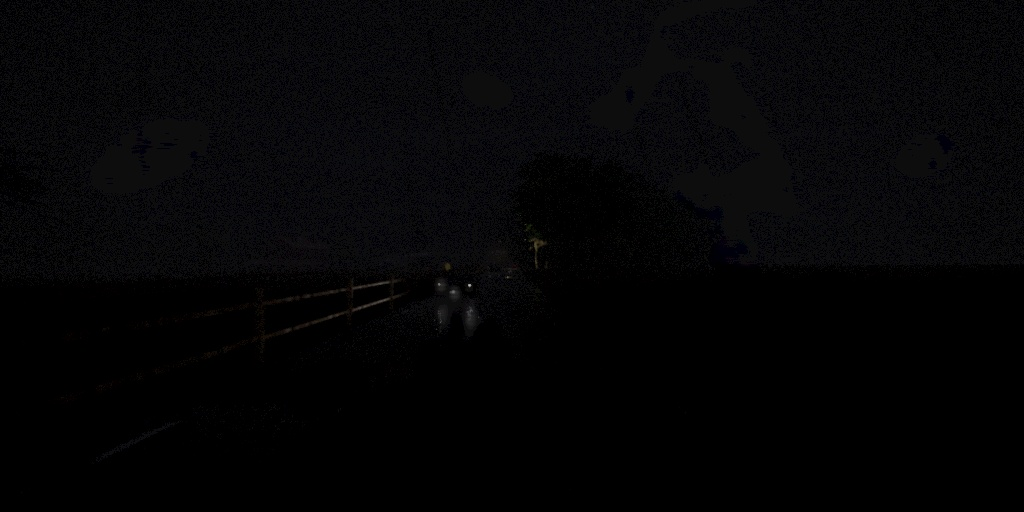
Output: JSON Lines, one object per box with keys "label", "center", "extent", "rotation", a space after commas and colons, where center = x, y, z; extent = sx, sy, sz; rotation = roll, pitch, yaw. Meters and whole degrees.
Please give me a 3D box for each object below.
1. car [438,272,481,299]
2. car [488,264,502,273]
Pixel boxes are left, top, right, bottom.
{"label": "car", "center": [-2.852, 1.586, 20.217], "extent": [1.895, 1.301, 4.718], "rotation": [0, -1, 0]}
{"label": "car", "center": [-2.812, 2.043, 60.454], "extent": [1.837, 1.490, 4.892], "rotation": [0, -1, 0]}
